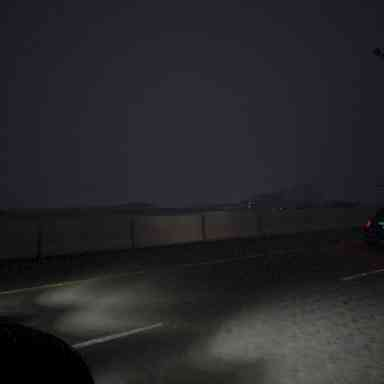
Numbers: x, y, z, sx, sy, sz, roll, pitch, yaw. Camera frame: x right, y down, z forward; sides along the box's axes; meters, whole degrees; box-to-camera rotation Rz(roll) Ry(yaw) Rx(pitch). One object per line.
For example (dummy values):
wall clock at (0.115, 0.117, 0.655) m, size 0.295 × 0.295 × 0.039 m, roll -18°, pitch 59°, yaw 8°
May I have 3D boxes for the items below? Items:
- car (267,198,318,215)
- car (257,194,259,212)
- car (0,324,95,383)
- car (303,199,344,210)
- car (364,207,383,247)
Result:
car at (10.405, 1.430, 34.319) m, size 4.902 × 1.511 × 2.128 m, roll 0°, pitch 0°, yaw -26°
car at (7.880, 1.158, 36.978) m, size 5.566 × 2.045 × 2.150 m, roll 0°, pitch 0°, yaw -27°
car at (-2.930, 1.487, 1.573) m, size 4.902 × 1.511 × 2.128 m, roll 0°, pitch 0°, yaw -36°
car at (11.379, 1.444, 26.954) m, size 4.902 × 1.511 × 2.128 m, roll 0°, pitch 0°, yaw -27°
car at (9.146, 1.329, 13.519) m, size 4.553 × 1.767 × 2.097 m, roll 0°, pitch 0°, yaw -30°
